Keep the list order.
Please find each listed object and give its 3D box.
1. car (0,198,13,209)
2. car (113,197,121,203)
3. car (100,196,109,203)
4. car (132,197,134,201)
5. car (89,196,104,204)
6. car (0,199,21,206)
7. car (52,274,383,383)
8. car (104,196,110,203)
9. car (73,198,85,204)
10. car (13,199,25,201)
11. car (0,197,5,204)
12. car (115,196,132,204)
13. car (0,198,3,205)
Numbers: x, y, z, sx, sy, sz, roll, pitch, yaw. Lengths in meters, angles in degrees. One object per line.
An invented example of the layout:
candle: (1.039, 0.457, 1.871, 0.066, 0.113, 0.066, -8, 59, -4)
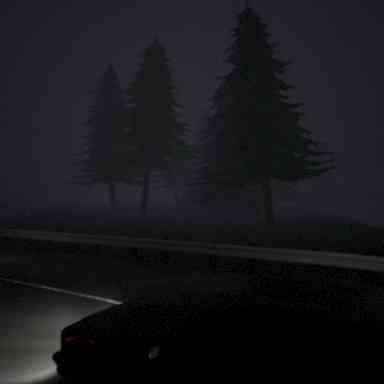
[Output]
car: (-26.103, 1.765, 42.880, 2.097, 1.767, 4.553, -1, 0, 16)
car: (-20.417, 2.119, 90.704, 2.128, 1.511, 4.902, 0, 0, -10)
car: (-24.077, 1.983, 91.657, 2.097, 1.767, 4.553, 0, 0, -10)
car: (-16.804, 1.917, 90.259, 2.097, 1.767, 4.553, 0, 0, -10)
car: (-23.084, 2.110, 81.234, 2.033, 1.411, 5.357, 0, 0, -2)
car: (-40.701, 2.221, 74.191, 2.033, 1.411, 5.357, 0, 0, 5)
car: (1.035, 1.551, 3.000, 5.357, 1.411, 2.033, -1, 0, 34)
car: (-19.589, 2.067, 81.450, 1.812, 1.442, 4.674, 0, 0, -2)
car: (-26.553, 2.109, 78.117, 2.128, 1.511, 4.902, 0, 0, -2)
car: (-37.339, 2.183, 72.081, 2.033, 1.411, 5.357, 0, 0, 5)
car: (-47.570, 2.091, 80.290, 2.097, 1.767, 4.553, 0, 0, 1)
car: (-16.034, 2.047, 77.252, 1.994, 1.385, 4.181, 0, 0, 1)
car: (-44.254, 2.231, 73.392, 2.128, 1.511, 4.902, 0, 0, 5)
